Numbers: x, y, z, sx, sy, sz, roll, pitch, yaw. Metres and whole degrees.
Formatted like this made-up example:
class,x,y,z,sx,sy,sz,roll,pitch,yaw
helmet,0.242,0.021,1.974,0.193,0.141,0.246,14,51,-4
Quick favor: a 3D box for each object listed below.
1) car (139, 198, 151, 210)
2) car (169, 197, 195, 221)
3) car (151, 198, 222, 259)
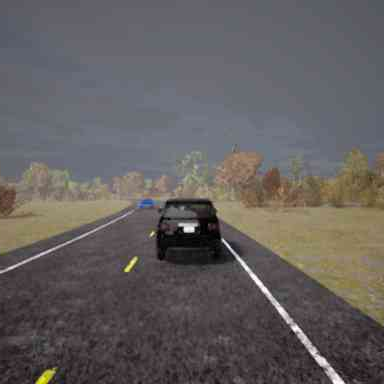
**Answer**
class,x,y,z,sx,sy,sz,roll,pitch,yaw
car,-6.023,1.548,44.937,1.882,1.535,5.008,0,0,-6
car,-0.952,1.378,28.700,2.097,1.767,4.553,0,0,-4
car,-0.153,1.230,12.747,2.150,2.045,5.566,0,0,-1
